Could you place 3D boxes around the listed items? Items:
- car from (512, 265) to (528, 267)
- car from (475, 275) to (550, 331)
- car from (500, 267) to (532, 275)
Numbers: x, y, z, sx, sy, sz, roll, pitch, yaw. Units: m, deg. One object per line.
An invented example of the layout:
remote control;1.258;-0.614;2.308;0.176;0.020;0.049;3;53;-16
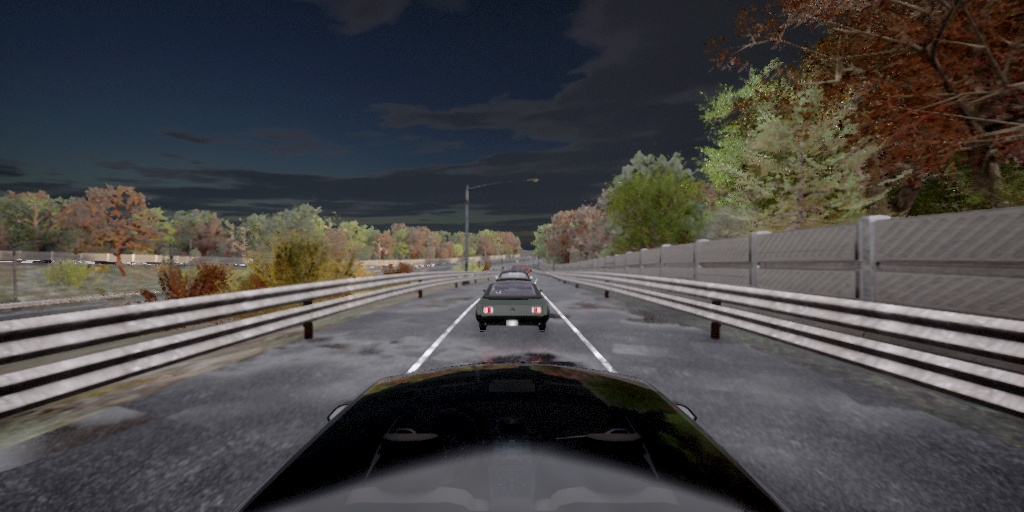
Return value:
car;0.880;1.950;37.166;2.150;2.045;5.566;0;-2;3
car;0.022;1.423;11.184;1.895;1.301;4.718;0;-1;0
car;0.121;1.487;19.106;1.882;1.535;5.008;0;-2;1
